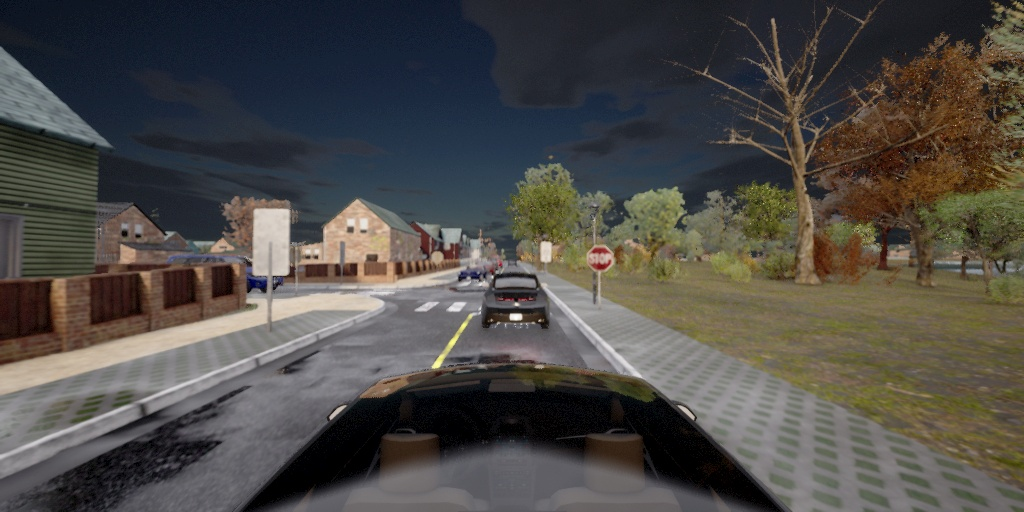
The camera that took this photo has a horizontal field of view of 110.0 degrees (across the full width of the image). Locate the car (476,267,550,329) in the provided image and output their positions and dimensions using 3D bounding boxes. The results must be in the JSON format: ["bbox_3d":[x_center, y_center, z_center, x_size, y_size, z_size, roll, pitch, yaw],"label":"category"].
[{"bbox_3d":[0.098,1.252,11.227,1.837,1.490,4.892,0,0,0],"label":"car"}]

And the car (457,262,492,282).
[{"bbox_3d":[-3.091,1.356,29.144,1.895,1.301,4.718,0,0,5],"label":"car"}]

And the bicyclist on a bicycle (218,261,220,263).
[{"bbox_3d":[-20.219,1.205,24.797,0.582,1.620,1.656,0,-1,2],"label":"bicyclist on a bicycle"}]

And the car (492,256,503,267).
[{"bbox_3d":[-2.758,1.033,61.110,2.150,2.045,5.566,0,0,0],"label":"car"}]

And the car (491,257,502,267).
[{"bbox_3d":[-2.804,1.291,49.541,1.837,1.490,4.892,0,0,0],"label":"car"}]

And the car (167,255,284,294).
[{"bbox_3d":[-15.100,0.967,18.776,5.566,2.045,2.150,0,-1,2],"label":"car"}]

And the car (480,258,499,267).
[{"bbox_3d":[-2.815,1.245,39.161,1.882,1.535,5.008,0,0,0],"label":"car"}]
